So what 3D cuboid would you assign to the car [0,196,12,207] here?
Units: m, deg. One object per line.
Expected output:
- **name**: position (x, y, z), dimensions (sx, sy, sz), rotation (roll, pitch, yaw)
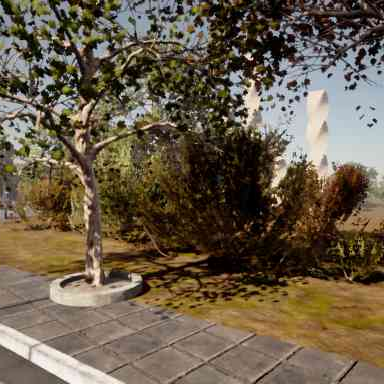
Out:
- **car**: position (-23.016, 1.205, 40.126), dimensions (2.033, 1.411, 5.357), rotation (1, 1, -36)
